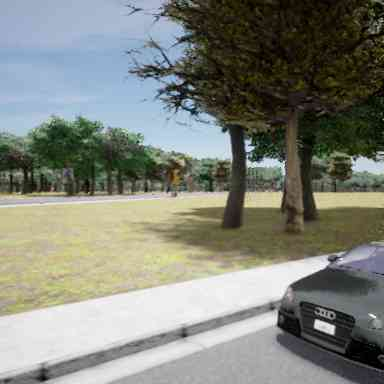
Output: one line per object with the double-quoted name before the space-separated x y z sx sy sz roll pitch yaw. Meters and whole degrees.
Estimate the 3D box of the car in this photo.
"car" 3.346 1.571 5.475 4.181 1.385 1.994 0 0 -35
